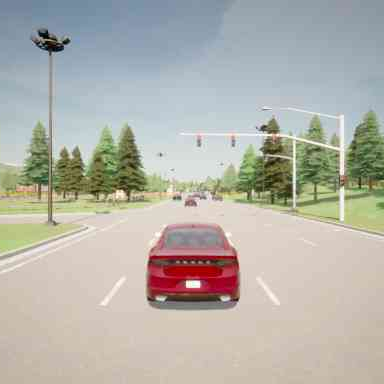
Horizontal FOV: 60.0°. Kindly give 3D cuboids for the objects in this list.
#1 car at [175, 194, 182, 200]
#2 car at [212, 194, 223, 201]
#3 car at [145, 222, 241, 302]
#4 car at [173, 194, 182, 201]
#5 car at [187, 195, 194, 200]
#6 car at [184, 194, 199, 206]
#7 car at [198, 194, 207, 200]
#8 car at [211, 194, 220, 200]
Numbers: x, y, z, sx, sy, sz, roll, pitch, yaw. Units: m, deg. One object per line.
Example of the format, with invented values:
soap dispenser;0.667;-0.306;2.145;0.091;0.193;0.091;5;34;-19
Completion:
car;-3.859;1.310;93.974;1.882;1.535;5.008;0;0;0
car;6.681;1.517;83.595;2.128;1.511;4.902;0;0;0
car;0.031;1.478;8.353;1.882;1.535;5.008;0;0;0
car;-3.819;1.469;83.554;1.882;1.535;5.008;0;0;0
car;-0.359;1.428;94.018;1.895;1.301;4.718;0;0;0
car;-0.201;1.526;52.955;1.812;1.442;4.674;0;0;0
car;3.139;1.524;94.414;1.812;1.442;4.674;0;0;0
car;6.641;1.372;94.014;2.033;1.411;5.357;0;0;0
